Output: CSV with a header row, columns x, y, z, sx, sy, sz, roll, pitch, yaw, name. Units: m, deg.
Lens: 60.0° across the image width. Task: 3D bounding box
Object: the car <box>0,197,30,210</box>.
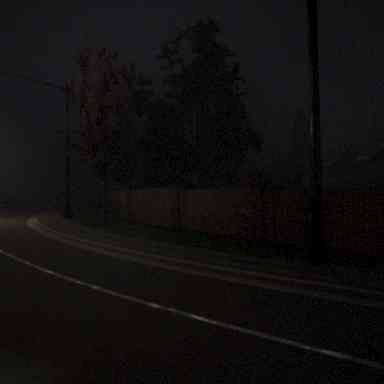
x,y,z,sx,sy,sz,roll,pitch,yaw,name
-20.773,1.349,39.172,1.812,1.442,4.674,-2,1,-4,car
